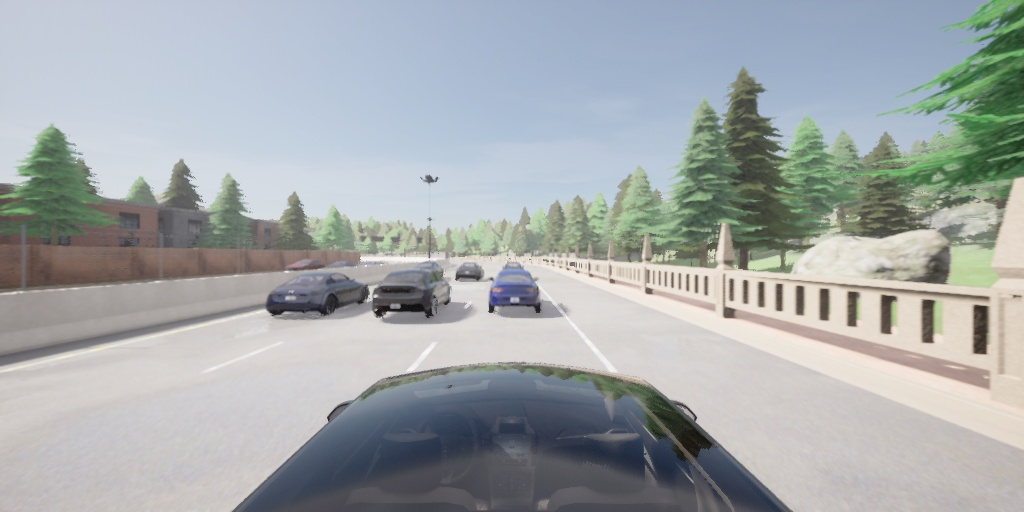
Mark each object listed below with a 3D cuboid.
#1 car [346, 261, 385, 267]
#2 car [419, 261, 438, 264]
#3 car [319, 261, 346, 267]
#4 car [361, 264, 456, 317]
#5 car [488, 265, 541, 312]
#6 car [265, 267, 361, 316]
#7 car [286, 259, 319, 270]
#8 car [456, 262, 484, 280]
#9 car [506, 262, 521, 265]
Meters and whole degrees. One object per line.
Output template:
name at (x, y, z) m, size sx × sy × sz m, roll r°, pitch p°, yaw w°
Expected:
car at (-14.096, 1.167, 35.847) m, size 2.033 × 1.411 × 5.357 m, roll 0°, pitch 0°, yaw 0°
car at (-6.916, 1.169, 29.802) m, size 1.812 × 1.442 × 4.674 m, roll 0°, pitch 0°, yaw 0°
car at (-17.592, 1.179, 37.152) m, size 1.994 × 1.385 × 4.181 m, roll 0°, pitch 0°, yaw 0°
car at (-3.400, 1.212, 12.867) m, size 1.837 × 1.490 × 4.892 m, roll 0°, pitch 0°, yaw 0°
car at (0.084, 1.230, 13.752) m, size 1.812 × 1.442 × 4.674 m, roll 0°, pitch 0°, yaw 0°
car at (-6.901, 1.270, 13.194) m, size 1.994 × 1.385 × 4.181 m, roll 0°, pitch 0°, yaw 0°
car at (-21.093, 1.093, 36.917) m, size 1.882 × 1.535 × 5.008 m, roll 0°, pitch 0°, yaw 0°
car at (-3.403, 1.209, 29.266) m, size 1.994 × 1.385 × 4.181 m, roll 0°, pitch 0°, yaw 0°
car at (0.097, 1.208, 29.559) m, size 1.994 × 1.385 × 4.181 m, roll 0°, pitch 0°, yaw 0°
